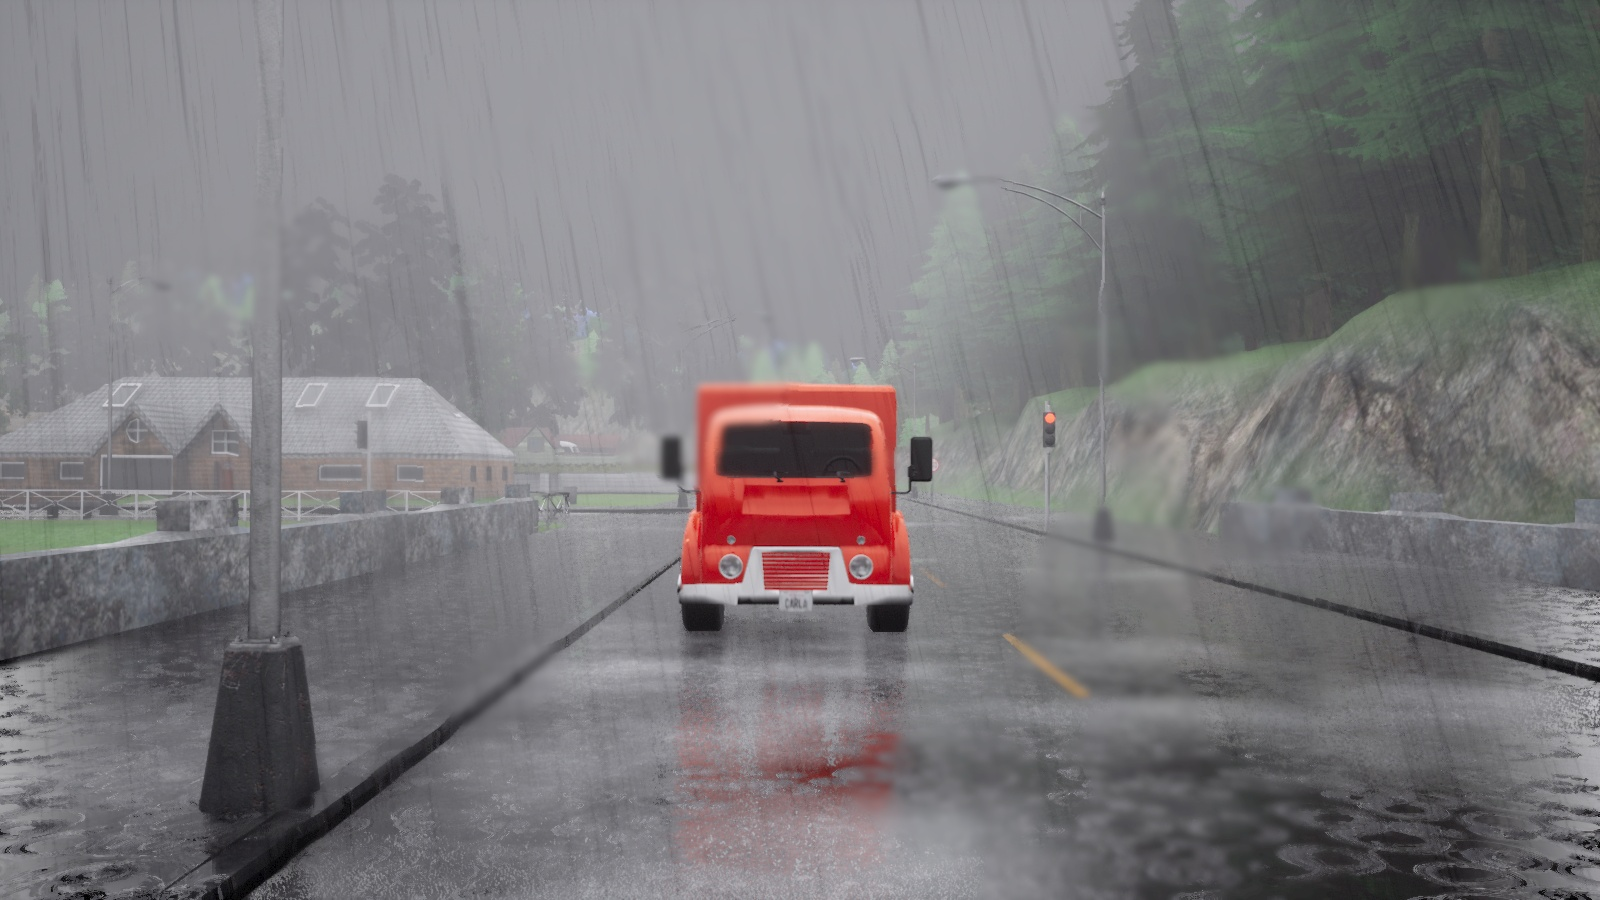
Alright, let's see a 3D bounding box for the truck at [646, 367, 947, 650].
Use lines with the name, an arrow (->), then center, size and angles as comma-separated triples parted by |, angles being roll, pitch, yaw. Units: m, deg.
truck -> -0.038, 0.556, 13.602 | 2.627, 2.467, 5.204 | 0, -1, 0
